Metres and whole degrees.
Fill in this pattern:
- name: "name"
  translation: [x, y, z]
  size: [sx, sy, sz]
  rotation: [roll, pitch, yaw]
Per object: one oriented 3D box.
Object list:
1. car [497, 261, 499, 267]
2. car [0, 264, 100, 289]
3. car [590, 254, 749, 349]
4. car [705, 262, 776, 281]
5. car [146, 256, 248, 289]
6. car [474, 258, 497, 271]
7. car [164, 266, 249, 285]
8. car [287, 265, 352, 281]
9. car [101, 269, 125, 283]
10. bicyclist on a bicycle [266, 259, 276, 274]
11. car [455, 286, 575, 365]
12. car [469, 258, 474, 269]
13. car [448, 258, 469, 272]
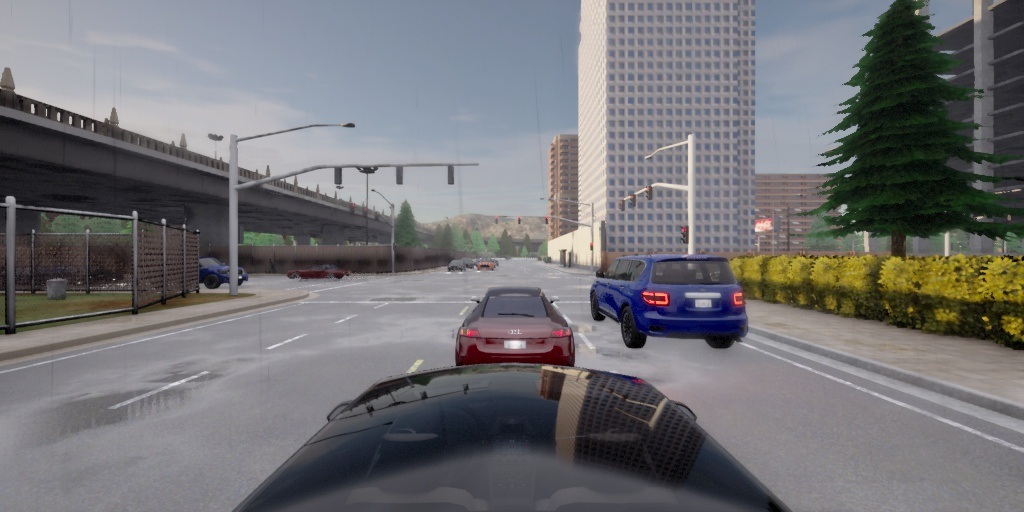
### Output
- name: "car"
  translation: [-3.595, 1.241, 58.888]
  size: [2.128, 1.511, 4.902]
  rotation: [0, 0, 0]
- name: "car"
  translation: [-30.548, 1.353, 23.139]
  size: [5.357, 1.411, 2.033]
  rotation: [0, 0, 0]
- name: "car"
  translation: [3.567, 0.971, 9.313]
  size: [2.150, 2.045, 5.566]
  rotation: [0, 0, 1]
- name: "car"
  translation: [19.301, 1.310, 30.455]
  size: [4.892, 1.490, 1.837]
  rotation: [0, 0, 0]
- name: "car"
  translation: [-20.327, 1.028, 23.163]
  size: [5.566, 2.045, 2.150]
  rotation: [0, 0, 0]
- name: "car"
  translation: [-3.597, 1.102, 49.816]
  size: [2.097, 1.767, 4.553]
  rotation: [0, 0, 0]
- name: "car"
  translation: [-22.582, 1.406, 26.658]
  size: [4.718, 1.301, 1.895]
  rotation: [0, 0, 0]
- name: "car"
  translation: [-16.312, 1.408, 30.372]
  size: [4.718, 1.301, 1.895]
  rotation: [0, 0, 0]
- name: "car"
  translation: [-32.204, 1.353, 26.635]
  size: [5.357, 1.411, 2.033]
  rotation: [0, 0, 0]
- name: "bicyclist on a bicycle"
  translation: [-25.305, 1.106, 37.634]
  size: [0.582, 1.620, 1.656]
  rotation: [0, 0, 0]
- name: "car"
  translation: [0.062, 1.314, 7.447]
  size: [1.994, 1.385, 4.181]
  rotation: [0, 0, 0]
- name: "car"
  translation: [-7.101, 1.102, 55.557]
  size: [2.097, 1.767, 4.553]
  rotation: [0, 0, 0]
- name: "car"
  translation: [-7.103, 1.254, 46.673]
  size: [1.837, 1.490, 4.892]
  rotation: [0, 0, 0]
